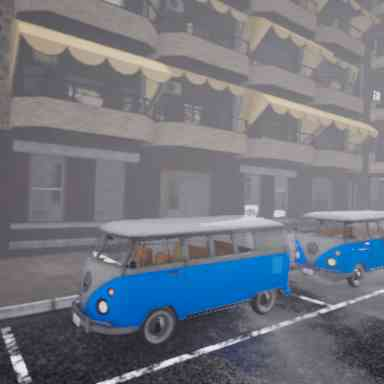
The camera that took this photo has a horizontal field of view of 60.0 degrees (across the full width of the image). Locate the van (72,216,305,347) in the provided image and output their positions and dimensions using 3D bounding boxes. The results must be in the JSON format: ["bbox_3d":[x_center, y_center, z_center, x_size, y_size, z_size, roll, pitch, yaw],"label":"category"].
[{"bbox_3d":[0.035,1.372,6.085,3.998,1.788,1.690,1,1,-35],"label":"van"}]

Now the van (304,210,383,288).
[{"bbox_3d":[4.547,1.427,9.286,3.998,1.788,1.690,1,1,-35],"label":"van"}]
